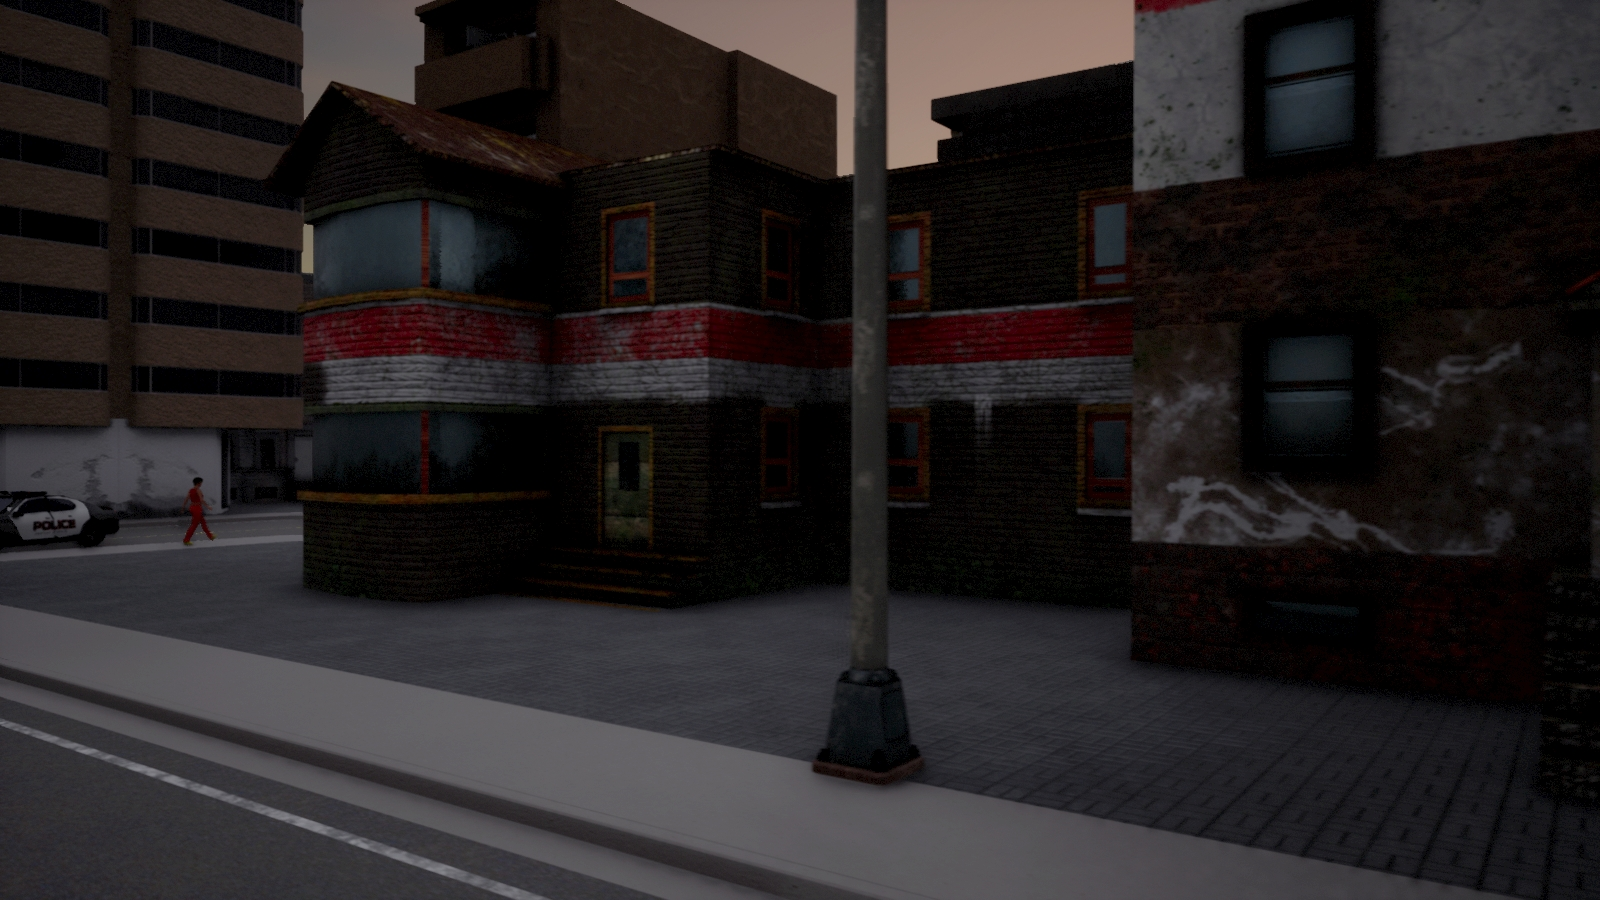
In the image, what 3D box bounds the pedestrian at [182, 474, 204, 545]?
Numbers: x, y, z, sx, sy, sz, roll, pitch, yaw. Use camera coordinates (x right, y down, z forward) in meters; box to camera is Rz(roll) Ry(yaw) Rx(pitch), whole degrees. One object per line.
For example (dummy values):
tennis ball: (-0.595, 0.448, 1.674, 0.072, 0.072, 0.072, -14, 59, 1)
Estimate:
pedestrian: (-16.078, 1.561, 30.288, 0.375, 1.860, 0.375, 0, 0, 32)
